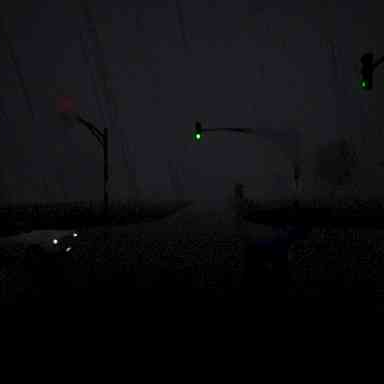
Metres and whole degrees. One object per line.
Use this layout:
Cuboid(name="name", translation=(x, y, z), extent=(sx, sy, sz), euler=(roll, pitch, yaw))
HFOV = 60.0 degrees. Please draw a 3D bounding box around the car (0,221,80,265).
Cuboid(name="car", translation=(-6.456, 1.684, 11.574), extent=(4.718, 1.301, 1.895), euler=(-1, 1, 4))
